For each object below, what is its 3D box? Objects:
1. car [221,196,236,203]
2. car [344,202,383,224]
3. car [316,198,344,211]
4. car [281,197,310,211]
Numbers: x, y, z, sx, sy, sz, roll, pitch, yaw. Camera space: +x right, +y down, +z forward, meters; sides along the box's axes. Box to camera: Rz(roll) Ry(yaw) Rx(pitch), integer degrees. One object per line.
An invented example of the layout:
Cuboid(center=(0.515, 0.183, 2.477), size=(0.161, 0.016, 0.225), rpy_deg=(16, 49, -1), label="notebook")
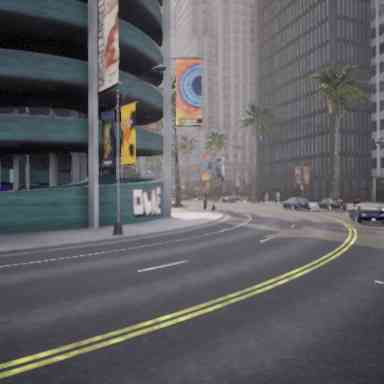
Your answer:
Cuboid(center=(8.370, 1.762, 76.316), size=(2.231, 1.521, 4.892), rpy_deg=(0, 0, -22), label="car")
Cuboid(center=(13.121, 1.633, 25.103), size=(1.895, 1.301, 4.718), rpy_deg=(0, 0, 15), label="car")
Cuboid(center=(17.368, 1.583, 41.640), size=(1.837, 1.490, 4.892), rpy_deg=(0, 0, -7), label="car")
Cuboid(center=(13.470, 1.462, 43.611), size=(2.097, 1.767, 4.553), rpy_deg=(0, 0, -10), label="car")
